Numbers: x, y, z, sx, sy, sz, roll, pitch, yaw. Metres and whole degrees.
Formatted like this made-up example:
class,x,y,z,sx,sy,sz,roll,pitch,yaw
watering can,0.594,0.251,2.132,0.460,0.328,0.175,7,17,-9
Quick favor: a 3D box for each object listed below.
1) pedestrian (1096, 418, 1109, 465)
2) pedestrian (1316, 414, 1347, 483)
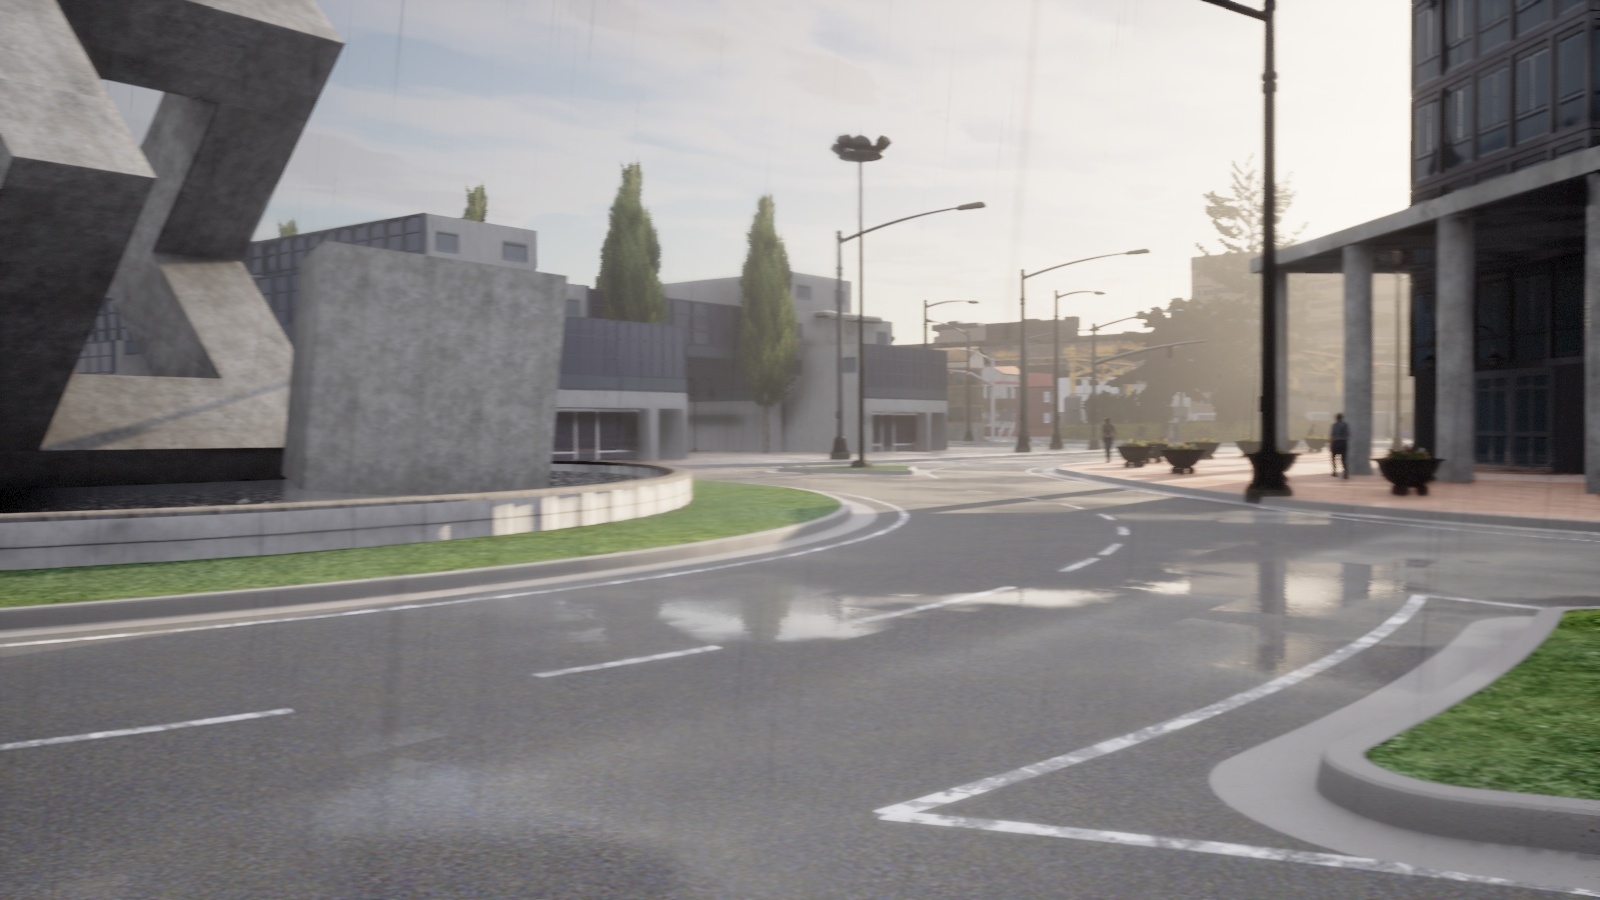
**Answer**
class,x,y,z,sx,sy,sz,roll,pitch,yaw
pedestrian,11.777,-0.323,48.853,0.328,1.805,0.869,1,1,23
pedestrian,14.390,-0.044,34.002,0.540,1.848,0.694,0,1,3
